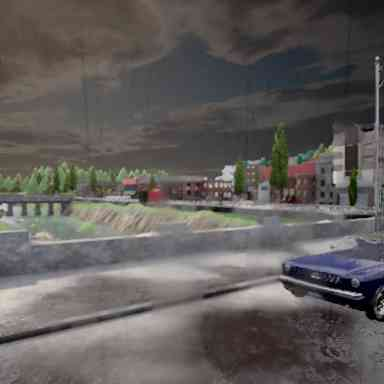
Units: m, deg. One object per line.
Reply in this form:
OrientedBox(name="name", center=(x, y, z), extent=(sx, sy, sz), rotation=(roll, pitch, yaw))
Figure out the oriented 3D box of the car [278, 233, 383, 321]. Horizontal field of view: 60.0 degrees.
OrientedBox(name="car", center=(4.137, 1.679, 7.582), extent=(4.718, 1.301, 1.895), rotation=(1, 0, -36))
